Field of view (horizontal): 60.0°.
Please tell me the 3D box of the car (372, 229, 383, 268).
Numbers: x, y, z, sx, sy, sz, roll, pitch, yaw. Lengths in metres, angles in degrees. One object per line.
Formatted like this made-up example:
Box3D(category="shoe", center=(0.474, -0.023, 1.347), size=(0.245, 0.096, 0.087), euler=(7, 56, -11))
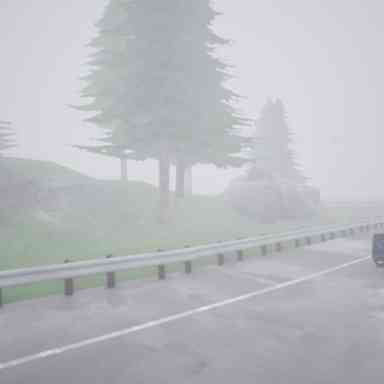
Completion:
Box3D(category="car", center=(7.288, 1.471, 10.257), size=(5.008, 1.535, 1.882), euler=(0, 0, -42))
